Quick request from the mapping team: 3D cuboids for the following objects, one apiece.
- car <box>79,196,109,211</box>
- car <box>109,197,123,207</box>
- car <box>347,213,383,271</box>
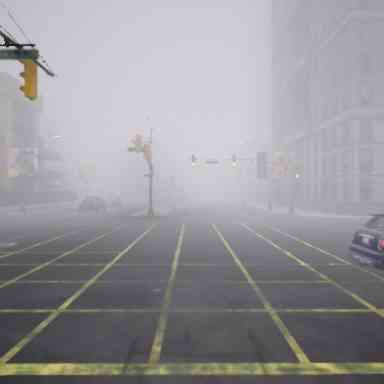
[{"bbox_3d":[-11.589,1.309,38.927,2.097,1.767,4.553,0,0,0],"label":"car"},{"bbox_3d":[-11.547,1.436,49.220,2.128,1.511,4.902,0,0,0],"label":"car"},{"bbox_3d":[6.861,1.341,9.095,4.553,1.767,2.097,0,0,0],"label":"car"}]
